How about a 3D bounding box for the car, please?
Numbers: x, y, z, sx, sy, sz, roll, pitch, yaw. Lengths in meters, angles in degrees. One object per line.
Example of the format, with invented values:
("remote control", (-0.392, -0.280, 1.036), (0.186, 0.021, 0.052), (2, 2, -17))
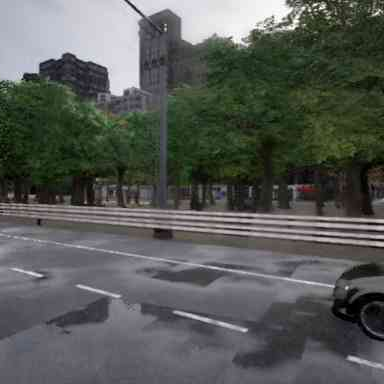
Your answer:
("car", (4.391, 1.568, 5.037), (4.181, 1.385, 1.994), (0, 0, 35))
